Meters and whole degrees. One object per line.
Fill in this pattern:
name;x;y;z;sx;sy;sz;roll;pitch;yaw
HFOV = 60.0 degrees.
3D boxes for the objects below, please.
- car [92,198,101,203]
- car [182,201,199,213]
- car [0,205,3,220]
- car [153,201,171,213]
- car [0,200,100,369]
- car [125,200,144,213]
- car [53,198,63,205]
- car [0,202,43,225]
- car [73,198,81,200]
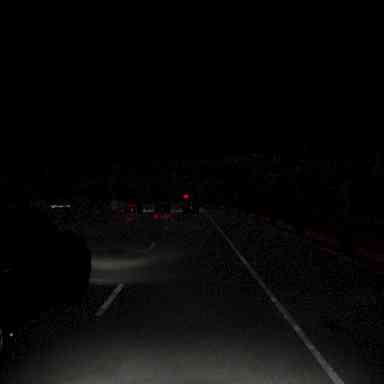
car;-19.503;1.992;67.263;2.033;1.411;5.357;0;0;-19
car;-0.220;1.848;42.015;1.994;1.385;4.181;0;0;-4
car;-17.584;1.785;26.972;1.895;1.301;4.718;0;0;0
car;-3.708;1.810;41.953;1.812;1.442;4.674;0;0;-4
car;-3.395;1.259;5.356;2.150;2.045;5.566;0;0;0
car;-7.175;1.785;41.411;1.837;1.490;4.892;0;-1;-4
car;-28.825;2.009;71.640;1.895;1.301;4.718;0;0;-22
car;-14.090;1.661;26.903;1.882;1.535;5.008;0;0;0
car;-23.364;1.968;67.596;2.128;1.511;4.902;0;0;-19
